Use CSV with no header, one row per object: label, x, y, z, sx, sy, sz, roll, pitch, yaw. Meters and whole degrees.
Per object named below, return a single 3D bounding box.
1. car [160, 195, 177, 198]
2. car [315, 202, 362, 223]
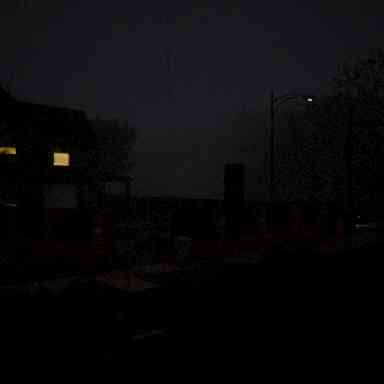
car,-2.841,1.209,43.614,2.097,1.767,4.553,0,0,-38
car,10.372,1.473,25.266,1.812,1.442,4.674,0,0,-36
